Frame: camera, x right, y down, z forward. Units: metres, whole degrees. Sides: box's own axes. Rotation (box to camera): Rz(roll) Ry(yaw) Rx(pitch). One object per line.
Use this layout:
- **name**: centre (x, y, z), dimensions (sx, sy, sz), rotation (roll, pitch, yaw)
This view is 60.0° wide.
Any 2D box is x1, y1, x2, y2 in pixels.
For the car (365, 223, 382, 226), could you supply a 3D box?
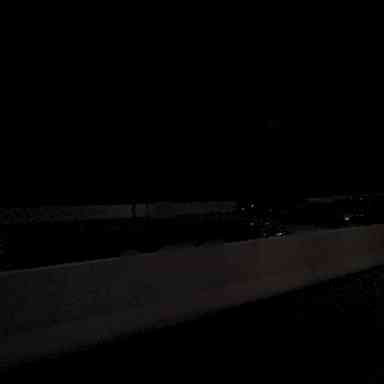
- **car**: centre (11.782, 1.478, 23.126), dimensions (4.902, 1.511, 2.128), rotation (0, 0, -44)
